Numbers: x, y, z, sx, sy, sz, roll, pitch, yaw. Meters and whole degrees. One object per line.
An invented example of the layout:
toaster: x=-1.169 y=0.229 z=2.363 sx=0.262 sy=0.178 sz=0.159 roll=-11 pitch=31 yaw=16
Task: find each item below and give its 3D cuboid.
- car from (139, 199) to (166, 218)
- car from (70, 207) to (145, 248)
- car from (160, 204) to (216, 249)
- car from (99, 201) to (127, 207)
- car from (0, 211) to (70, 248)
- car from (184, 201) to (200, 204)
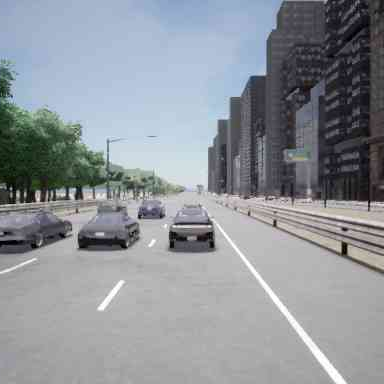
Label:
car: x=-3.501 y=1.382 z=29.622 sx=2.097 sy=1.767 sz=4.553 roll=0 pitch=0 yaw=0
car: x=-3.501 y=1.573 z=14.651 sx=1.994 sy=1.385 sz=4.181 roll=0 pitch=0 yaw=0
car: x=-0.001 y=1.495 z=14.650 sx=2.128 sy=1.511 sz=4.902 roll=0 pitch=0 yaw=0
car: x=-7.001 y=1.511 z=29.651 sx=2.128 sy=1.511 sz=4.902 roll=0 pitch=0 yaw=0
car: x=-7.000 y=1.563 z=14.650 sx=2.033 sy=1.411 sz=5.357 roll=0 pitch=0 yaw=0
car: x=-0.001 y=1.511 z=29.652 sx=2.128 sy=1.511 sz=4.902 roll=0 pitch=0 yaw=0
